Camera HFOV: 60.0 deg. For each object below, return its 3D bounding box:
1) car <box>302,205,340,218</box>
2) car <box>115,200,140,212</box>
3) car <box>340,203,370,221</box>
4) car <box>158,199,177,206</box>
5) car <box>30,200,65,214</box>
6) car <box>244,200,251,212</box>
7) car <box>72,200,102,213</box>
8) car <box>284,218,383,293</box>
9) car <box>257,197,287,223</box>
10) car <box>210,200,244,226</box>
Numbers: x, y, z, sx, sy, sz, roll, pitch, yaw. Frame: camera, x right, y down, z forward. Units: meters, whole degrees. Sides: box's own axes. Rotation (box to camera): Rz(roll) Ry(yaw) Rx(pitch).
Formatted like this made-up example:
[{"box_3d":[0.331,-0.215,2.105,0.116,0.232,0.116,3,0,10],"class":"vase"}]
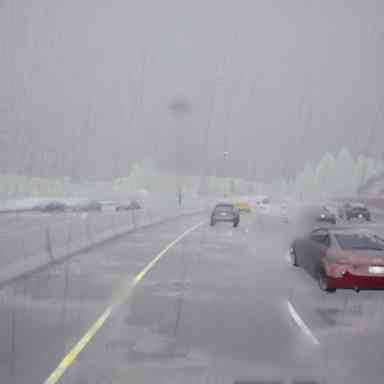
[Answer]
[{"box_3d":[9.989,1.744,26.391,1.994,1.385,4.181,0,0,11],"class":"car"},{"box_3d":[-8.114,1.732,42.415,1.812,1.442,4.674,0,-1,14],"class":"car"},{"box_3d":[14.204,1.716,29.361,1.837,1.490,4.892,0,0,13],"class":"car"},{"box_3d":[-3.381,1.774,47.074,1.812,1.442,4.674,0,-1,14],"class":"car"},{"box_3d":[-16.358,1.680,37.974,1.812,1.442,4.674,0,-1,13],"class":"car"},{"box_3d":[6.399,1.732,42.050,1.882,1.535,5.008,0,0,13],"class":"car"},{"box_3d":[-12.381,1.703,39.628,1.812,1.442,4.674,0,0,13],"class":"car"},{"box_3d":[4.046,1.628,9.036,1.994,1.385,4.181,0,0,4],"class":"car"},{"box_3d":[6.589,1.396,27.370,2.150,2.045,5.566,0,0,12],"class":"car"},{"box_3d":[2.527,1.575,24.634,2.033,1.649,4.856,0,0,10],"class":"car"}]
